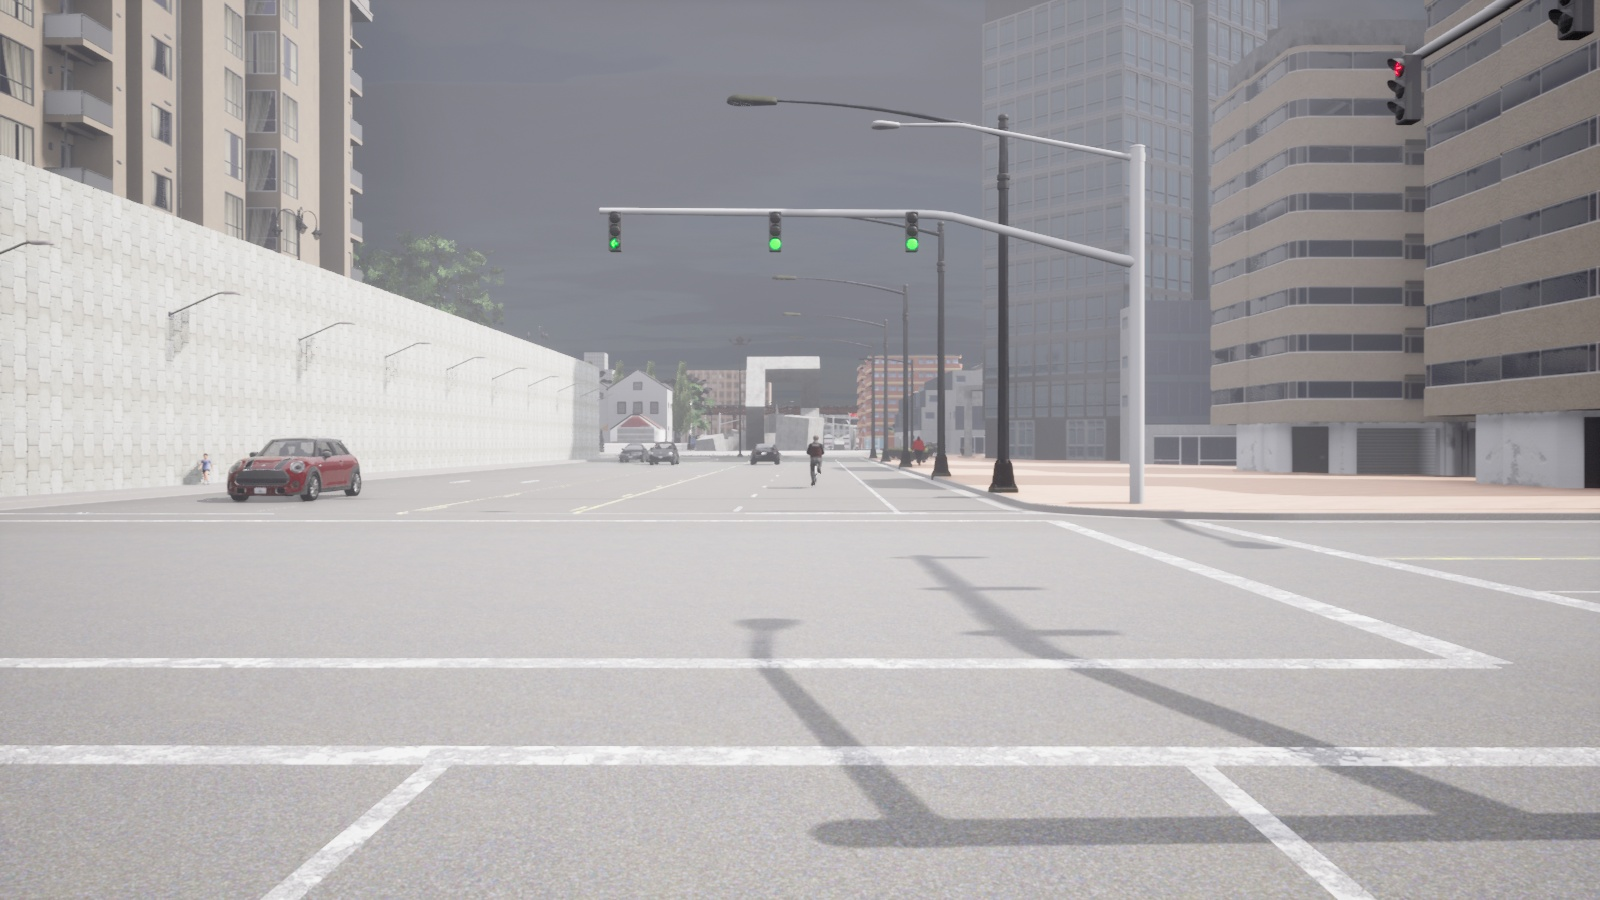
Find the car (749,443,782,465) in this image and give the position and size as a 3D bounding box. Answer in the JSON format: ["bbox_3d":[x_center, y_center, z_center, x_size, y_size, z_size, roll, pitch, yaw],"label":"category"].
[{"bbox_3d":[-2.398,0.275,88.035,2.163,1.488,4.792,0,0,1],"label":"car"}]

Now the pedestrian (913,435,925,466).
[{"bbox_3d":[7.154,0.004,75.587,0.634,1.844,0.899,0,0,-2],"label":"pedestrian"}]

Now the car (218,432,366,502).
[{"bbox_3d":[-13.573,0.414,33.856,2.097,1.767,4.553,0,0,1],"label":"car"}]

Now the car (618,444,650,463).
[{"bbox_3d":[-12.785,0.244,97.131,1.812,1.442,4.674,0,0,1],"label":"car"}]

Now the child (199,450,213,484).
[{"bbox_3d":[-19.282,0.549,40.765,0.255,1.110,0.394,0,0,1],"label":"child"}]

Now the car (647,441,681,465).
[{"bbox_3d":[-9.412,0.174,86.944,1.851,1.617,3.988,0,0,1],"label":"car"}]
